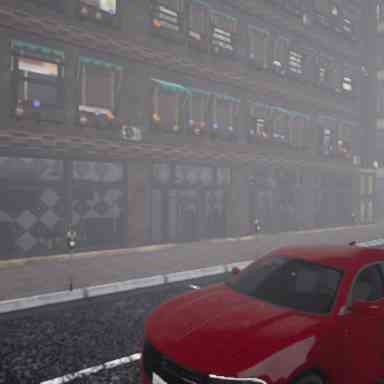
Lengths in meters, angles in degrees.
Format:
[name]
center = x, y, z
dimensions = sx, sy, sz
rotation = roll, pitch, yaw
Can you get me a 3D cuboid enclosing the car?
[car]
center = 1.737, 1.497, 4.502
dimensions = 5.008, 1.535, 1.882
rotation = 0, 0, -36
